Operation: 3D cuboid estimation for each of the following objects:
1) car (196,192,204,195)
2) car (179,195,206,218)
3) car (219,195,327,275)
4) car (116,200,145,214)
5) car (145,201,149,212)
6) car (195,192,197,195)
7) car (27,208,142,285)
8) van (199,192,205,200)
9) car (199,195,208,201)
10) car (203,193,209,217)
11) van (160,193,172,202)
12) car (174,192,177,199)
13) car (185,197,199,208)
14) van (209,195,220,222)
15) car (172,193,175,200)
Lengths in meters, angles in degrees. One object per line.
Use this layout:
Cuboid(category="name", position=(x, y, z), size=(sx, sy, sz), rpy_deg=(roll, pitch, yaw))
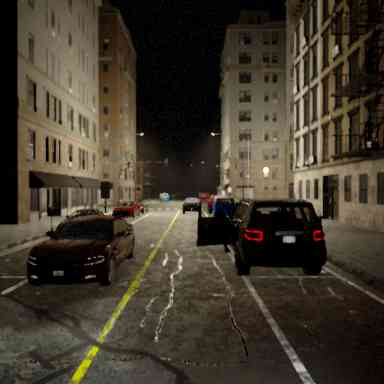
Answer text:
Cuboid(category="car", position=(2.636, 1.068, 70.945), size=(2.192, 1.841, 5.009), rpy_deg=(0, 0, 0))
Cuboid(category="car", position=(0.019, 1.380, 33.316), size=(2.128, 1.511, 4.902), rpy_deg=(0, 0, 1))
Cuboid(category="car", position=(2.259, 1.186, 10.419), size=(2.150, 2.045, 5.566), rpy_deg=(0, 0, 0))
Cuboid(category="car", position=(-5.415, 1.451, 28.056), size=(1.887, 1.381, 4.507), rpy_deg=(0, 0, 0))
Cuboid(category="car", position=(-5.421, 1.453, 33.567), size=(1.947, 1.339, 4.313), rpy_deg=(0, 0, 0))
Cuboid(category="car", position=(2.596, 0.989, 92.570), size=(2.192, 1.841, 5.009), rpy_deg=(0, 0, 0))
Cuboid(category="car", position=(-2.847, 1.446, 9.567), size=(1.882, 1.535, 5.008), rpy_deg=(0, 0, 0))
Cuboid(category="van", position=(2.606, 1.035, 87.164), size=(1.690, 1.788, 3.998), rpy_deg=(0, 0, 0))
Cuboid(category="car", position=(2.626, 1.284, 76.352), size=(2.008, 1.369, 4.403), rpy_deg=(0, 0, 0))
Cuboid(category="car", position=(2.604, 1.202, 33.574), size=(2.192, 1.841, 5.009), rpy_deg=(0, 0, 0))
Cuboid(category="van", position=(-5.471, 1.114, 65.530), size=(1.690, 1.788, 3.998), rpy_deg=(0, 0, 0))
Cuboid(category="car", position=(-5.482, 1.259, 81.749), size=(1.887, 1.381, 4.507), rpy_deg=(0, 0, 0))
Cuboid(category="car", position=(-0.032, 1.435, 46.628), size=(1.895, 1.301, 4.718), rpy_deg=(0, 0, 0))
Cuboid(category="van", position=(2.610, 1.247, 28.063), size=(1.690, 1.788, 3.998), rpy_deg=(0, 0, 0))
Cuboid(category="car", position=(-5.479, 1.299, 76.343), size=(1.947, 1.339, 4.313), rpy_deg=(0, 0, 0))
